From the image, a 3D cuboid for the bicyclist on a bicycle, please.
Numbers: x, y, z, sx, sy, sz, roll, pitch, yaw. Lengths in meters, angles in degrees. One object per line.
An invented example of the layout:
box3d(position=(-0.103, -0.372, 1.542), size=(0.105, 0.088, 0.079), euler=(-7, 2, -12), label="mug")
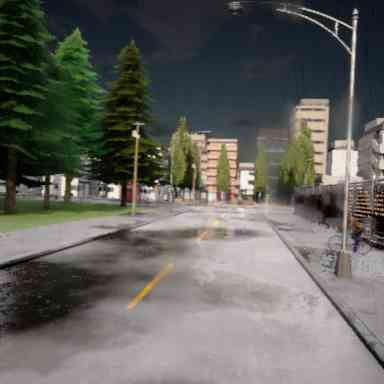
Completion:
box3d(position=(6.318, 1.645, 13.274), size=(1.656, 1.620, 0.582), euler=(3, 0, 9), label="bicyclist on a bicycle")
